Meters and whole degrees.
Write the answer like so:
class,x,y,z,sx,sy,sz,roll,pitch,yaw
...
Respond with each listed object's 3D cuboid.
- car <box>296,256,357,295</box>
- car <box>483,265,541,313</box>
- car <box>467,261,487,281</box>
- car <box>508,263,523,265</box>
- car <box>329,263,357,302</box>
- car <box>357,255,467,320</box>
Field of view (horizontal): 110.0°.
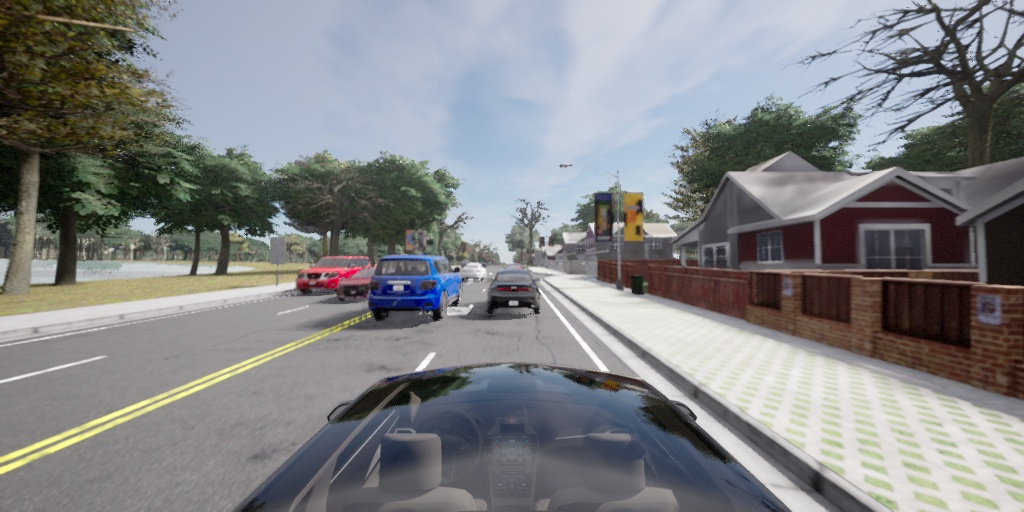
class,x,y,z,sx,sy,sz,roll,pitch,yaw
car,-9.815,1.001,20.440,2.150,2.045,5.566,0,0,0
car,0.070,1.272,14.015,1.837,1.490,4.892,0,0,0
car,-3.177,1.329,30.181,1.812,1.442,4.674,0,0,0
car,0.293,1.331,29.705,1.812,1.442,4.674,0,0,6
car,-6.580,1.249,17.427,1.882,1.535,5.008,0,0,0
car,-3.187,0.988,12.835,2.150,2.045,5.566,0,0,1
